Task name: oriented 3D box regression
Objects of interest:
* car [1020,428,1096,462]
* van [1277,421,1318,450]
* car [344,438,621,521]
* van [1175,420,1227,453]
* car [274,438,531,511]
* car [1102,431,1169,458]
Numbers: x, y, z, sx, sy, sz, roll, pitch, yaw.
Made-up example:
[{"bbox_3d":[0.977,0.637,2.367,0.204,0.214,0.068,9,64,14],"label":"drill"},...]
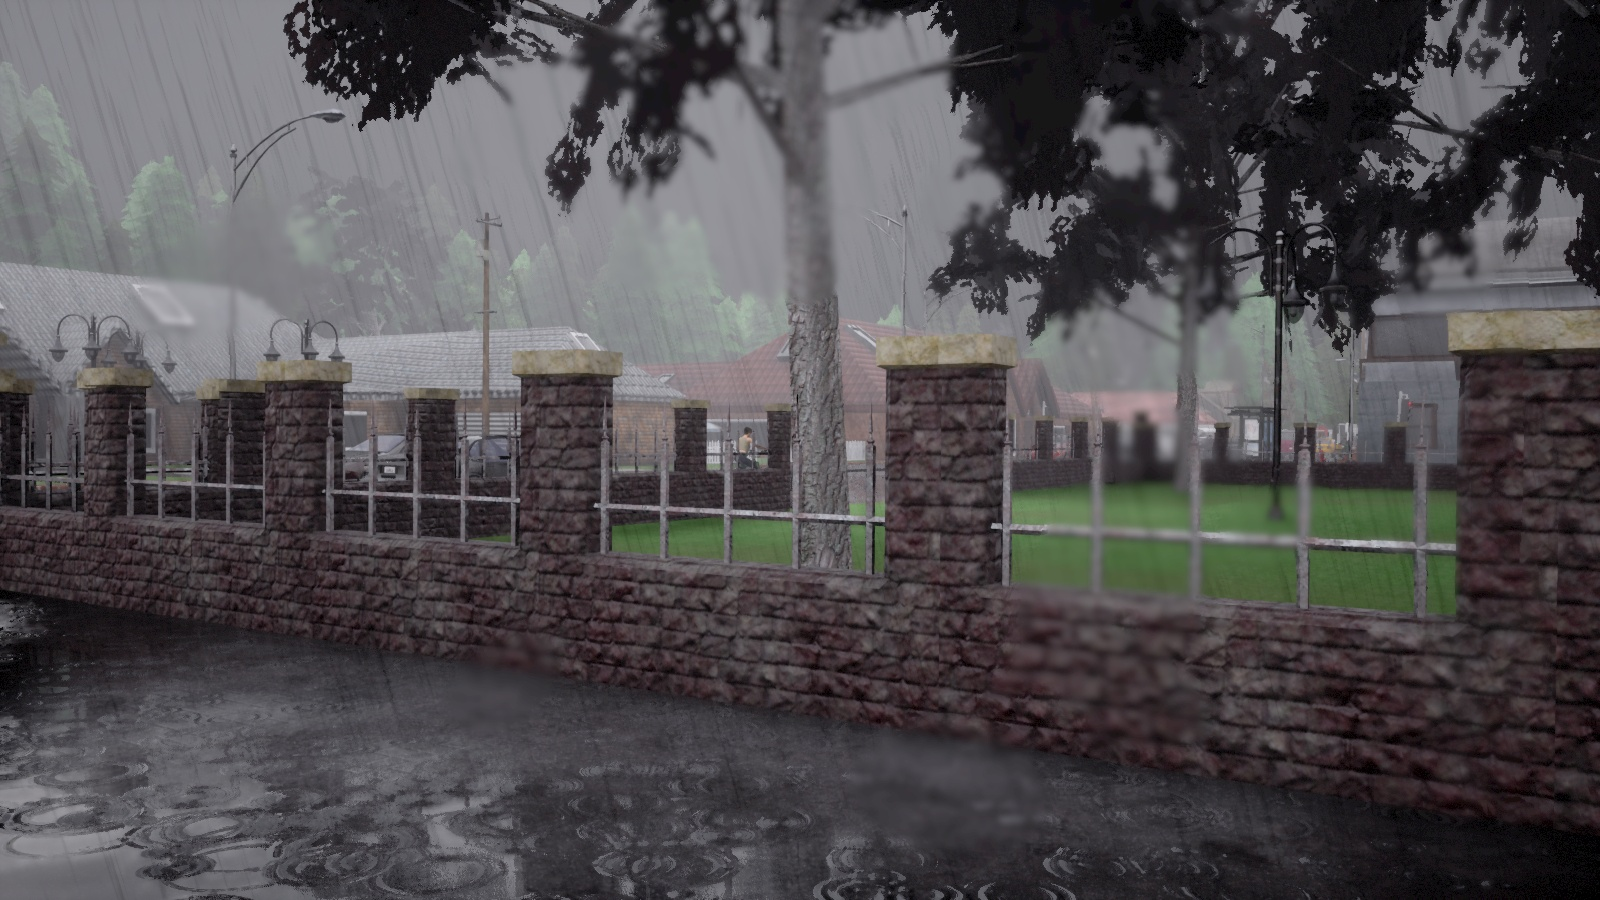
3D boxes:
[{"bbox_3d":[12.417,-0.257,60.259,2.007,1.525,4.514,0,1,33],"label":"car"},{"bbox_3d":[34.197,-1.003,86.217,1.775,1.987,4.442,0,1,33],"label":"van"},{"bbox_3d":[-6.040,0.496,24.689,2.033,1.411,5.357,0,1,32],"label":"car"},{"bbox_3d":[25.799,-0.877,80.694,2.069,2.038,4.480,0,0,33],"label":"van"},{"bbox_3d":[-8.695,0.475,28.017,2.033,1.411,5.357,0,1,33],"label":"car"},{"bbox_3d":[18.719,-0.345,69.880,2.033,1.411,5.357,0,1,33],"label":"car"}]
